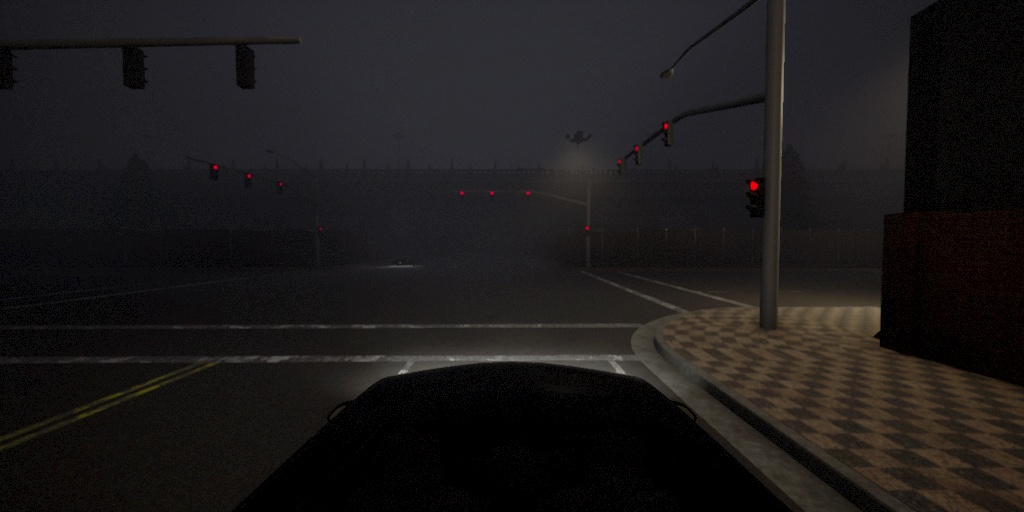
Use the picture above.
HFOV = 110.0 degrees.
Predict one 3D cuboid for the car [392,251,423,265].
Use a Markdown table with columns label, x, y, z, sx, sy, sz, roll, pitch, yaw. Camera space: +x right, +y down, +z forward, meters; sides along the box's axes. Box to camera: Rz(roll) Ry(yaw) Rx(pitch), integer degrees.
| label | x | y | z | sx | sy | sz | roll | pitch | yaw |
| --- | --- | --- | --- | --- | --- | --- | --- | --- | --- |
| car | -10.491 | 0.169 | 36.294 | 2.033 | 1.411 | 5.357 | 0 | 2 | 0 |
